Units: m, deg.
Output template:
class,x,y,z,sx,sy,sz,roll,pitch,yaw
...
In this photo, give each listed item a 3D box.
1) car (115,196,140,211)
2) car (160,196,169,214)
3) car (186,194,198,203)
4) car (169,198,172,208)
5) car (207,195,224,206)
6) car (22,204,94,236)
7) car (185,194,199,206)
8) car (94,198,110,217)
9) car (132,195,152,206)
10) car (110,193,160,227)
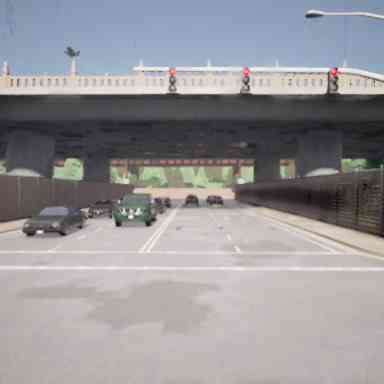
class,x,y,z,sx,sy,sz,roll,pitch,yaw
car,-7.088,1.236,37.075,1.837,1.490,4.892,0,0,0
car,-3.579,1.278,31.902,1.837,1.490,4.892,0,0,0
car,-0.002,1.075,57.829,1.837,1.490,4.892,0,0,0
car,-3.585,1.238,42.356,2.033,1.411,5.357,0,0,0
car,3.499,1.177,47.843,1.812,1.442,4.674,0,0,0
car,-7.116,1.429,17.909,2.033,1.411,5.357,0,0,-3
car,-0.001,1.157,47.467,1.837,1.490,4.892,0,0,0
car,-7.091,1.311,27.528,1.837,1.490,4.892,0,0,0
car,-7.048,1.194,47.646,2.033,1.411,5.357,0,0,1
car,-3.592,1.072,22.087,2.150,2.045,5.566,0,0,-1
